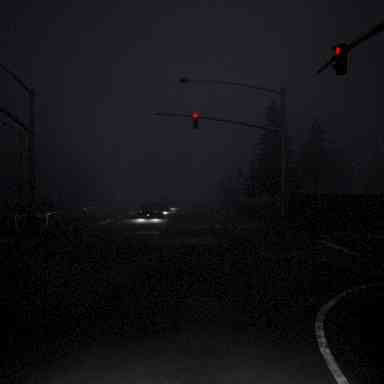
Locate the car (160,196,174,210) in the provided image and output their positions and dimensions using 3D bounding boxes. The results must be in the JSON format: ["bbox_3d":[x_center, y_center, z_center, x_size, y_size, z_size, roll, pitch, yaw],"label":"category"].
[{"bbox_3d":[-3.688,1.547,40.626,2.033,1.411,5.357,0,0,0],"label":"car"}]

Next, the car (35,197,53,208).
[{"bbox_3d":[-20.614,1.384,45.557,1.970,1.475,3.806,0,0,0],"label":"car"}]

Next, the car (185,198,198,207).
[{"bbox_3d":[-0.118,1.601,51.173,1.895,1.301,4.718,0,0,0],"label":"car"}]

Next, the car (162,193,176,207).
[{"bbox_3d":[-3.659,1.221,50.979,2.150,2.045,5.566,0,0,-2],"label":"car"}]

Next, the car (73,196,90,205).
[{"bbox_3d":[-17.578,1.374,52.955,1.845,1.501,3.633,0,0,0],"label":"car"}]

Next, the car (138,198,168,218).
[{"bbox_3d":[-3.671,1.547,30.521,2.033,1.411,5.357,0,0,0],"label":"car"}]
